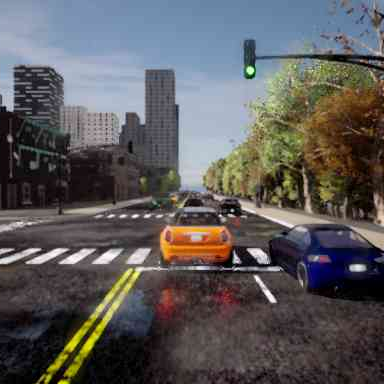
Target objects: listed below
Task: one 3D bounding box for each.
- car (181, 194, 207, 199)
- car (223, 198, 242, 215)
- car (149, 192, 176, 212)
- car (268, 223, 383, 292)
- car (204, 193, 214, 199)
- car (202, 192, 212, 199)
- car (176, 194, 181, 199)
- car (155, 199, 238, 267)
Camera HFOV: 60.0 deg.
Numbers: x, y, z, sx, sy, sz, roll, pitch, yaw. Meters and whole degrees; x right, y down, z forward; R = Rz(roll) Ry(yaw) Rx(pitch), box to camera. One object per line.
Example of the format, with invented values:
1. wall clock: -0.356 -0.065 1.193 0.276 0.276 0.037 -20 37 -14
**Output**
1. car: 0.191 1.265 32.831 1.882 1.535 5.008 0 0 0
2. car: 3.437 1.306 30.729 1.837 1.490 4.892 0 0 0
3. car: -3.241 0.986 35.968 2.150 2.045 5.566 0 1 0
4. car: 3.375 1.507 8.786 1.994 1.385 4.181 0 0 0
5. car: 3.432 1.072 66.036 1.837 1.490 4.892 0 0 0
6. car: 3.461 0.856 76.453 2.128 1.511 4.902 0 0 0
7. car: -3.157 1.131 53.125 1.882 1.535 5.008 0 0 1
8. car: 0.130 1.279 11.281 2.097 1.767 4.553 0 0 0
